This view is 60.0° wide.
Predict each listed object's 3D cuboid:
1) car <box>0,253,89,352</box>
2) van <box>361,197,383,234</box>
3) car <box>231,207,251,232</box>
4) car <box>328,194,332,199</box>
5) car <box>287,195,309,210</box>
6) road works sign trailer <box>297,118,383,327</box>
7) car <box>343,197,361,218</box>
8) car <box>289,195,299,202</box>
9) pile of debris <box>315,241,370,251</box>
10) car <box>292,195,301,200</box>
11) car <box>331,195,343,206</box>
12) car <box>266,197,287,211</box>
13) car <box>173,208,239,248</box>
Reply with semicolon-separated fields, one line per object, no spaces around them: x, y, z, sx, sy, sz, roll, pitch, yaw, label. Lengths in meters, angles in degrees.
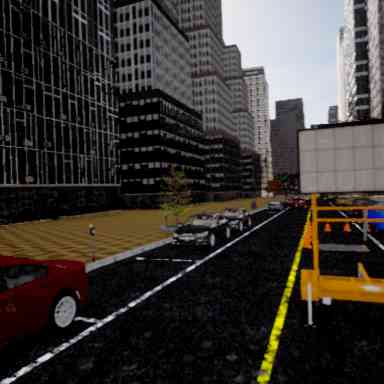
-3.387;1.688;4.713;1.887;1.381;4.507;-3;-1;20;car
10.341;1.171;17.608;1.690;1.788;3.998;-3;-1;20;van
2.502;1.646;20.528;2.008;1.369;4.403;-3;-1;20;car
26.054;1.292;59.775;1.947;1.339;4.313;-3;-1;20;car
13.735;1.426;43.110;1.882;1.535;5.008;-2;-1;21;car
3.367;0.415;6.509;2.380;3.560;2.880;-2;-1;21;road works sign trailer
14.271;1.241;28.149;1.967;1.590;4.097;-3;-1;20;car
24.093;1.504;78.513;1.887;1.381;4.507;-3;-1;20;car
5.810;2.096;13.029;1.860;0.140;1.500;-2;-1;20;pile of debris
28.020;1.523;89.055;1.802;1.307;4.206;-3;-1;20;car
22.187;1.274;49.393;1.752;1.417;4.829;-3;-1;20;car
10.353;1.590;41.613;2.008;1.369;4.403;-3;-1;20;car
0.540;1.661;15.256;2.008;1.369;4.403;-3;-1;20;car
